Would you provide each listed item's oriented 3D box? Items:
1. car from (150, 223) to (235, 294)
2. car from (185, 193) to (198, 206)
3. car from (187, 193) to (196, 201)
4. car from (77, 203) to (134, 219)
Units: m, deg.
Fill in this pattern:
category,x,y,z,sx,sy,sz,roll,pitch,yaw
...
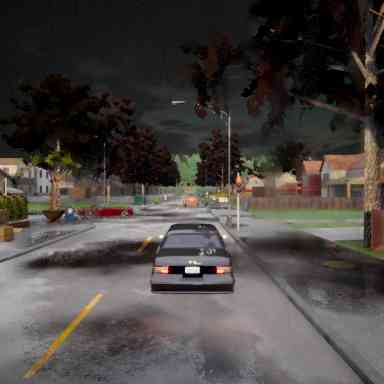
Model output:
category,x,y,z,sx,sy,sz,roll,pitch,yaw
car,0.022,1.547,8.914,2.033,1.411,5.357,0,0,0
car,-0.033,1.352,54.579,2.097,1.767,4.553,0,0,0
car,-0.185,1.225,81.727,2.150,2.045,5.566,0,0,0
car,-7.413,1.601,28.789,4.718,1.301,1.895,0,0,-14
